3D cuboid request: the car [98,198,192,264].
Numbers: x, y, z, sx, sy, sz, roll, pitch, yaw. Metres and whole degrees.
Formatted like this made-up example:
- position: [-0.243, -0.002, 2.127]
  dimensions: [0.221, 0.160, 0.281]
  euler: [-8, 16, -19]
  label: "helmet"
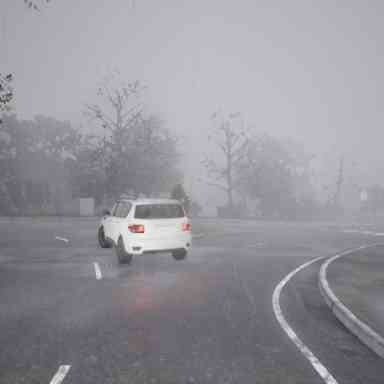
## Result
- position: [-1.918, 1.220, 12.229]
  dimensions: [2.150, 2.045, 5.566]
  euler: [0, 0, -24]
  label: "car"
